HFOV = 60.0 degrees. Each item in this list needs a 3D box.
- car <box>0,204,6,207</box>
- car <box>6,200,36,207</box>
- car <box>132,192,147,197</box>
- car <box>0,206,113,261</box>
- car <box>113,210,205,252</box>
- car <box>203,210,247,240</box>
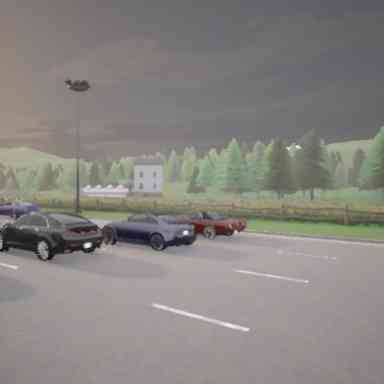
[{"bbox_3d":[-15.594,1.380,23.701,4.892,1.490,1.837,0,0,36],"label":"car"},{"bbox_3d":[-14.138,1.398,26.964,4.674,1.442,1.812,0,0,36],"label":"car"},{"bbox_3d":[-14.763,0.894,93.798,4.605,1.855,1.932,0,0,35],"label":"car"},{"bbox_3d":[-5.307,1.451,12.061,4.892,1.490,1.837,0,0,36],"label":"car"},{"bbox_3d":[-1.876,1.519,13.904,4.181,1.385,1.994,0,0,36],"label":"car"},{"bbox_3d":[0.223,1.556,16.710,4.718,1.301,1.895,0,0,36],"label":"car"}]
